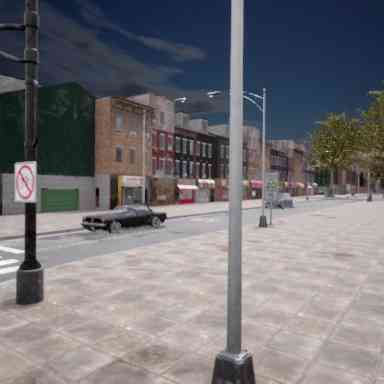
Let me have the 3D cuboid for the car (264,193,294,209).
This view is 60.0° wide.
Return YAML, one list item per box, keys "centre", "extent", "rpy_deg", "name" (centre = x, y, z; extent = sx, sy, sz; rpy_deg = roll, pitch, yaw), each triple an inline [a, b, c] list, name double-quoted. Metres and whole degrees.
- centre: [9.138, 0.855, 35.325]
  extent: [2.097, 1.767, 4.553]
  rpy_deg: [1, 1, 36]
  name: "car"

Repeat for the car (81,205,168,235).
- centre: [-3.478, 1.380, 17.680]
  extent: [1.895, 1.301, 4.718]
  rpy_deg: [1, 1, 36]
  name: "car"
